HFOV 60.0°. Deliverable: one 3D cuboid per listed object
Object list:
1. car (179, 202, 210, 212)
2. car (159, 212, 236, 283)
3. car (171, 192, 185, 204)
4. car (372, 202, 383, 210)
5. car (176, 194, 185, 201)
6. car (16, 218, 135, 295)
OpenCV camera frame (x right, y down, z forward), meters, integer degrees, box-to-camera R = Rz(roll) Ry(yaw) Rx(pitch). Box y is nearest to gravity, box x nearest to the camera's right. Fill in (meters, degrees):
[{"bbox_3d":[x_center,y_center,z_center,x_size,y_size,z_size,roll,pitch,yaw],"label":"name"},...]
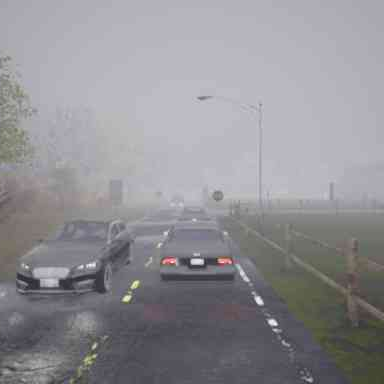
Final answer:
[{"bbox_3d":[0.128,1.539,20.170,1.994,1.385,4.181,0,0,0],"label":"car"},{"bbox_3d":[0.112,1.538,9.629,2.033,1.411,5.357,0,0,0],"label":"car"},{"bbox_3d":[-2.699,1.099,63.160,2.150,2.045,5.566,0,0,1],"label":"car"},{"bbox_3d":[23.727,1.398,38.273,5.357,1.411,2.033,0,0,-1],"label":"car"},{"bbox_3d":[-2.641,1.304,78.492,1.882,1.535,5.008,0,0,0],"label":"car"},{"bbox_3d":[-2.738,1.482,8.847,2.128,1.511,4.902,0,0,0],"label":"car"}]
